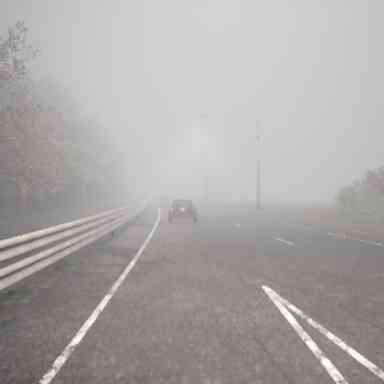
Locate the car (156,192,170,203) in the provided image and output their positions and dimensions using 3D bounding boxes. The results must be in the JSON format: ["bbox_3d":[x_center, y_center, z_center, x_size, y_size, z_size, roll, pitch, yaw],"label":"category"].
[{"bbox_3d":[-5.129,1.267,62.220,1.837,1.490,4.892,0,0,-9],"label":"car"}]

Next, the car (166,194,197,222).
[{"bbox_3d":[-0.798,1.282,25.838,2.097,1.767,4.553,0,0,-4],"label":"car"}]
